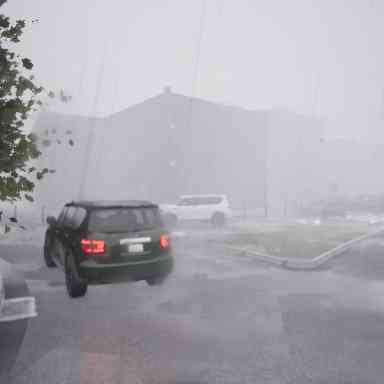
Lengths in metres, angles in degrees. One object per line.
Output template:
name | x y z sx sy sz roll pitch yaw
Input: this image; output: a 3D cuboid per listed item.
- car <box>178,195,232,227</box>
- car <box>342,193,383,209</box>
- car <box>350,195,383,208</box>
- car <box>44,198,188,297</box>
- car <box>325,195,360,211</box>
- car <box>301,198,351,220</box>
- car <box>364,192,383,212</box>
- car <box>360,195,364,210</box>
car | -0.110 1.194 21.620 5.566 2.045 2.150 0 0 -21
car | 21.731 1.086 41.967 2.185 1.767 4.553 -1 1 -40
car | 23.820 1.181 43.776 2.231 1.521 4.892 -1 1 -40
car | -2.504 1.217 8.971 2.150 2.045 5.566 0 0 -31
car | 15.401 1.168 36.636 2.185 1.767 4.553 -1 0 -40
car | 10.804 1.458 27.279 4.181 1.385 1.994 -1 0 -37
car | 20.431 1.125 35.011 4.553 1.767 2.097 -2 1 -40
car | 19.604 1.280 40.214 2.002 1.452 4.674 -1 1 -40
